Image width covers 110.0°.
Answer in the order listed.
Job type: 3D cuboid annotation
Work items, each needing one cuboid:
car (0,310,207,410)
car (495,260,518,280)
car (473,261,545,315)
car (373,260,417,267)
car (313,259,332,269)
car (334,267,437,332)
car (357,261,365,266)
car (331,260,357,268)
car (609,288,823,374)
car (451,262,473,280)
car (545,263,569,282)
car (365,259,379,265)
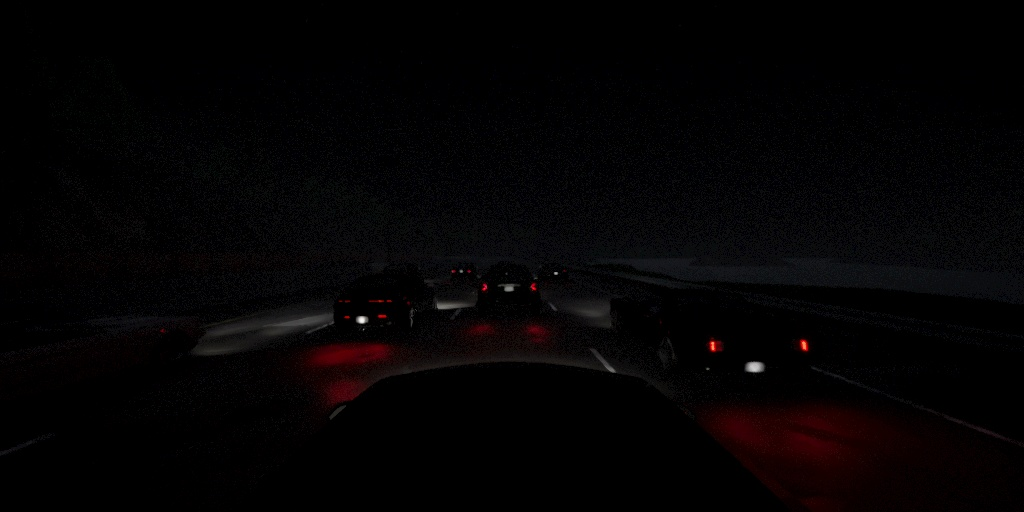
[{"bbox_3d":[-6.982,1.393,4.933,1.895,1.301,4.718,0,0,0],"label":"car"},{"bbox_3d":[-0.461,1.145,31.251,1.837,1.490,4.892,0,0,-1],"label":"car"},{"bbox_3d":[-0.123,1.057,13.546,2.097,1.767,4.553,0,0,-1],"label":"car"},{"bbox_3d":[-7.317,1.199,24.174,1.882,1.535,5.008,0,0,-1],"label":"car"},{"bbox_3d":[-29.111,1.263,56.112,2.128,1.511,4.902,0,0,-1],"label":"car"},{"bbox_3d":[-3.573,1.248,10.888,1.837,1.490,4.892,0,0,-1],"label":"car"},{"bbox_3d":[-22.132,1.217,56.698,1.837,1.490,4.892,0,0,-1],"label":"car"},{"bbox_3d":[-25.607,1.289,56.200,2.033,1.411,5.357,0,0,-1],"label":"car"},{"bbox_3d":[3.477,1.302,7.376,1.895,1.301,4.718,0,0,0],"label":"car"},{"bbox_3d":[-3.934,1.220,29.988,2.033,1.411,5.357,0,0,-1],"label":"car"},{"bbox_3d":[3.113,1.190,27.677,1.994,1.385,4.181,0,0,-1],"label":"car"},{"bbox_3d":[-18.526,1.234,50.355,1.812,1.442,4.674,0,0,-1],"label":"car"}]
